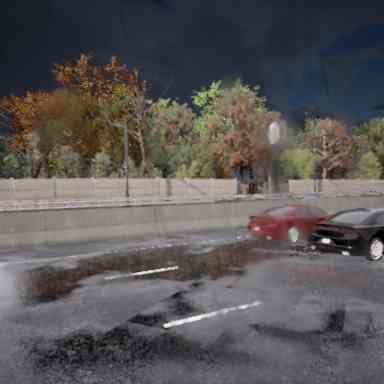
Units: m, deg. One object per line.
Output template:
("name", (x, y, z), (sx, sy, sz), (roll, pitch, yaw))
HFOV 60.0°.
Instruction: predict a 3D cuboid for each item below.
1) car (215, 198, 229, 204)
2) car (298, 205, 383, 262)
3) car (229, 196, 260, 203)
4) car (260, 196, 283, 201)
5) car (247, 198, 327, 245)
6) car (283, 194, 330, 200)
("car", (5.004, 1.160, 39.083), (4.718, 1.301, 1.895), (-1, 1, -30))
("car", (6.146, 1.264, 11.198), (5.008, 1.535, 1.882), (-1, 1, -30))
("car", (6.747, 1.155, 36.050), (4.718, 1.301, 1.895), (-1, 1, -30))
("car", (9.410, 1.092, 33.545), (4.181, 1.385, 1.994), (-1, 1, -30))
("car", (4.697, 1.262, 14.401), (5.008, 1.535, 1.882), (-1, 1, -30))
("car", (11.052, 1.003, 30.453), (5.008, 1.535, 1.882), (-1, 1, -30))
